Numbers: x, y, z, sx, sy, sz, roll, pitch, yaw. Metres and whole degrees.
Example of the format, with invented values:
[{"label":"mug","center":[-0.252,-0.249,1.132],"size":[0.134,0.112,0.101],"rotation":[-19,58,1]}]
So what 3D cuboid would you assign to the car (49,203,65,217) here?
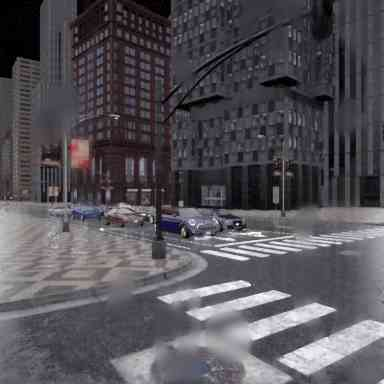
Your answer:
[{"label":"car","center":[-16.732,2.420,42.397],"size":[1.895,1.301,4.718],"rotation":[0,-1,-35]}]

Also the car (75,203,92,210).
[{"label":"car","center":[-21.539,2.826,66.076],"size":[1.895,1.301,4.718],"rotation":[0,-1,-36]}]

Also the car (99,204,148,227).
[{"label":"car","center":[-5.563,1.979,26.792],"size":[1.812,1.442,4.674],"rotation":[0,-1,-36]}]

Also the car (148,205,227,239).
[{"label":"car","center":[-0.410,1.640,19.579],"size":[2.097,1.767,4.553],"rotation":[0,-1,-35]}]

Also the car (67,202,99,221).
[{"label":"car","center":[-10.960,2.107,34.308],"size":[1.882,1.535,5.008],"rotation":[0,-1,-36]}]

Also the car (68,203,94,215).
[{"label":"car","center":[-15.625,2.357,46.457],"size":[2.128,1.511,4.902],"rotation":[0,-1,-35]}]

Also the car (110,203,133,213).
[{"label":"car","center":[-10.923,2.405,51.299],"size":[1.812,1.442,4.674],"rotation":[0,-1,-36]}]

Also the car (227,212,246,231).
[{"label":"car","center":[1.663,1.866,22.299],"size":[1.994,1.385,4.181],"rotation":[0,-1,-36]}]

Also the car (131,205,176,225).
[{"label":"car","center":[-3.519,1.973,29.514],"size":[1.837,1.490,4.892],"rotation":[0,-1,-35]}]

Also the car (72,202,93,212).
[{"label":"car","center":[-18.626,2.555,56.451],"size":[1.837,1.490,4.892],"rotation":[0,-1,-36]}]

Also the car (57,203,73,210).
[{"label":"car","center":[-25.029,2.857,65.365],"size":[1.895,1.301,4.718],"rotation":[0,-1,-36]}]
